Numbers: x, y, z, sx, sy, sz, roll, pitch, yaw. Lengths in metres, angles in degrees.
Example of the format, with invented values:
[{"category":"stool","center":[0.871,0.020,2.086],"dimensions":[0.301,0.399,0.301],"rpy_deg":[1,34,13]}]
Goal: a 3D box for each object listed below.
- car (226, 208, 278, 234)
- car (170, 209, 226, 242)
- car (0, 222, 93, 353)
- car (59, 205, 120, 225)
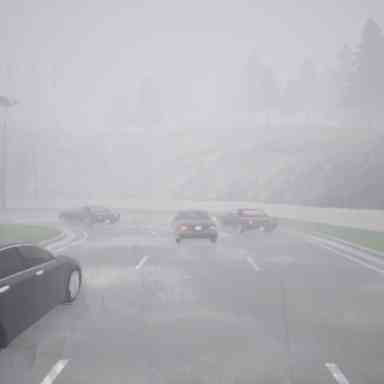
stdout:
[{"category":"car","center":[3.030,1.596,19.403],"dimensions":[1.895,1.301,4.718],"rpy_deg":[0,0,-15]},{"category":"car","center":[-0.015,1.532,16.175],"dimensions":[2.033,1.411,5.357],"rpy_deg":[0,0,-6]},{"category":"car","center":[-3.281,1.482,5.235],"dimensions":[1.837,1.490,4.892],"rpy_deg":[0,-1,0]},{"category":"car","center":[-7.018,1.546,22.368],"dimensions":[4.718,1.301,1.895],"rpy_deg":[0,0,41]}]
